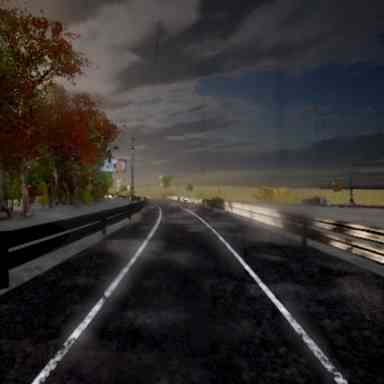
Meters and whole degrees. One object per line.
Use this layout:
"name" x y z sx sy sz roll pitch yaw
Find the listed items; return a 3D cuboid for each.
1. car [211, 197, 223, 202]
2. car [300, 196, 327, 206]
"car" 6.440 1.877 86.626 1.994 1.385 4.181 0 0 -25
"car" 20.639 1.484 56.776 2.128 1.511 4.902 0 0 -25
